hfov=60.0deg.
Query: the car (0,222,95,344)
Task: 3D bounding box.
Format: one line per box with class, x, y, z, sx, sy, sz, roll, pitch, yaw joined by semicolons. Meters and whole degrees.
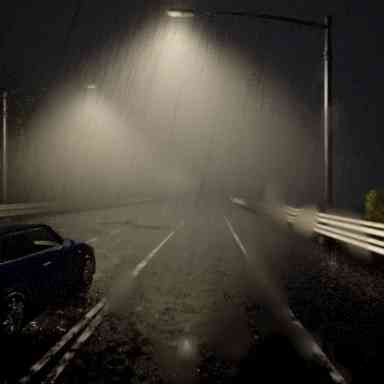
car;-3.617;1.379;6.694;2.097;1.767;4.553;0;0;3
